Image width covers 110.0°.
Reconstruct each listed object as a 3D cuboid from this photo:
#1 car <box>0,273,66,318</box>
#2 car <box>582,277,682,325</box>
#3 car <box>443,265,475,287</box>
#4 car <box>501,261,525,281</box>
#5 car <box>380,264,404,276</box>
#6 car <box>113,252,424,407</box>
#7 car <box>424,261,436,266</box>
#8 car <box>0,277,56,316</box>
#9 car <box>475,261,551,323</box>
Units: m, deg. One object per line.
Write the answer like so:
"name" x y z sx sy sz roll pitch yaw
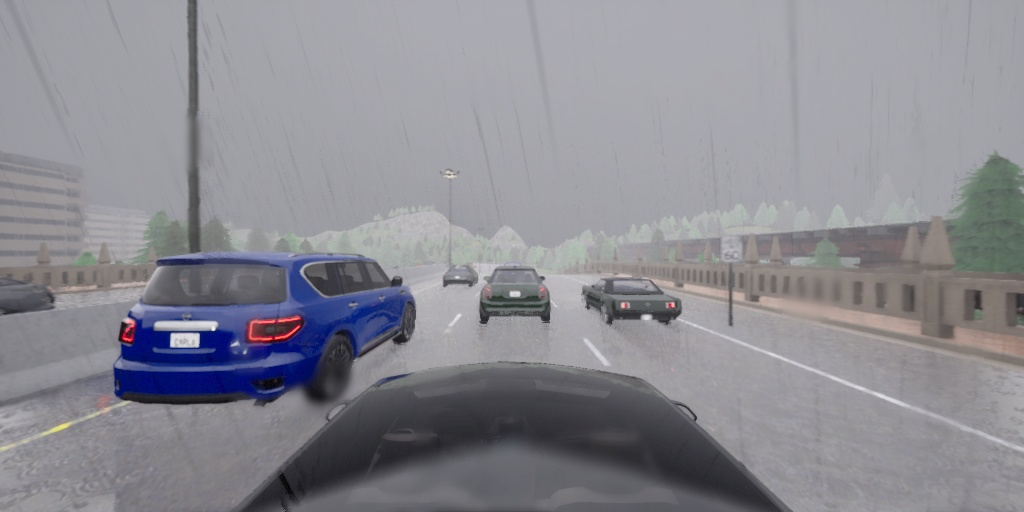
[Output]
"car" -17.606 1.309 11.250 1.994 1.385 4.181 0 0 0
"car" 3.593 1.341 11.773 1.895 1.301 4.718 0 0 0
"car" -3.416 1.295 24.401 1.994 1.385 4.181 0 0 0
"car" 0.079 1.203 30.499 1.882 1.535 5.008 0 0 0
"car" -17.603 2.081 52.693 1.837 1.490 4.892 0 -4 0
"car" -3.406 0.968 6.417 2.150 2.045 5.566 0 0 0
"car" -10.615 1.415 44.866 2.097 1.767 4.553 0 -3 0
"car" -14.104 1.294 7.854 2.033 1.411 5.357 0 0 0
"car" 0.089 1.093 12.255 2.097 1.767 4.553 0 0 0
